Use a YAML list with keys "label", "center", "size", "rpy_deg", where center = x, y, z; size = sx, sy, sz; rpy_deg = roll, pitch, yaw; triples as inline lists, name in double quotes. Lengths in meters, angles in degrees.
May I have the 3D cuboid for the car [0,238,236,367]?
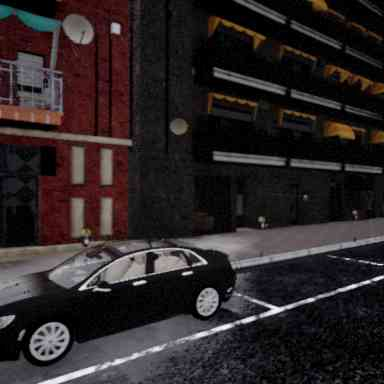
- label: "car"
  center: [-1.205, 1.541, 5.692]
  size: [4.403, 1.369, 2.008]
  rpy_deg: [0, 1, -36]
